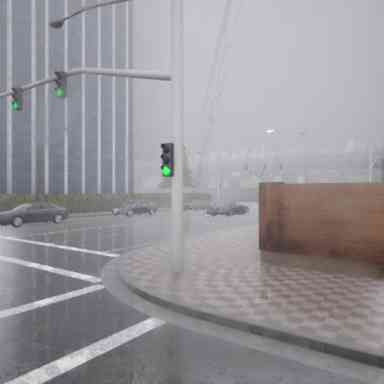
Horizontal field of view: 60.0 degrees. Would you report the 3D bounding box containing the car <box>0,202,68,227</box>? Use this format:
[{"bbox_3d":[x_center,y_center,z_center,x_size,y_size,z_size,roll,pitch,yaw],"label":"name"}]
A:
[{"bbox_3d":[-10.967,1.498,22.907,1.837,1.490,4.892,0,0,35],"label":"car"}]

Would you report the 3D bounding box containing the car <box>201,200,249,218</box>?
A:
[{"bbox_3d":[3.403,1.543,30.704,2.033,1.411,5.357,0,0,35],"label":"car"}]

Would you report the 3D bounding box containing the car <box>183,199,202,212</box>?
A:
[{"bbox_3d":[0.519,1.557,39.040,1.994,1.385,4.181,0,0,35],"label":"car"}]

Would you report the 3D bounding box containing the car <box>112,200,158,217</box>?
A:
[{"bbox_3d":[-5.258,1.485,30.936,2.128,1.511,4.902,0,0,35],"label":"car"}]
